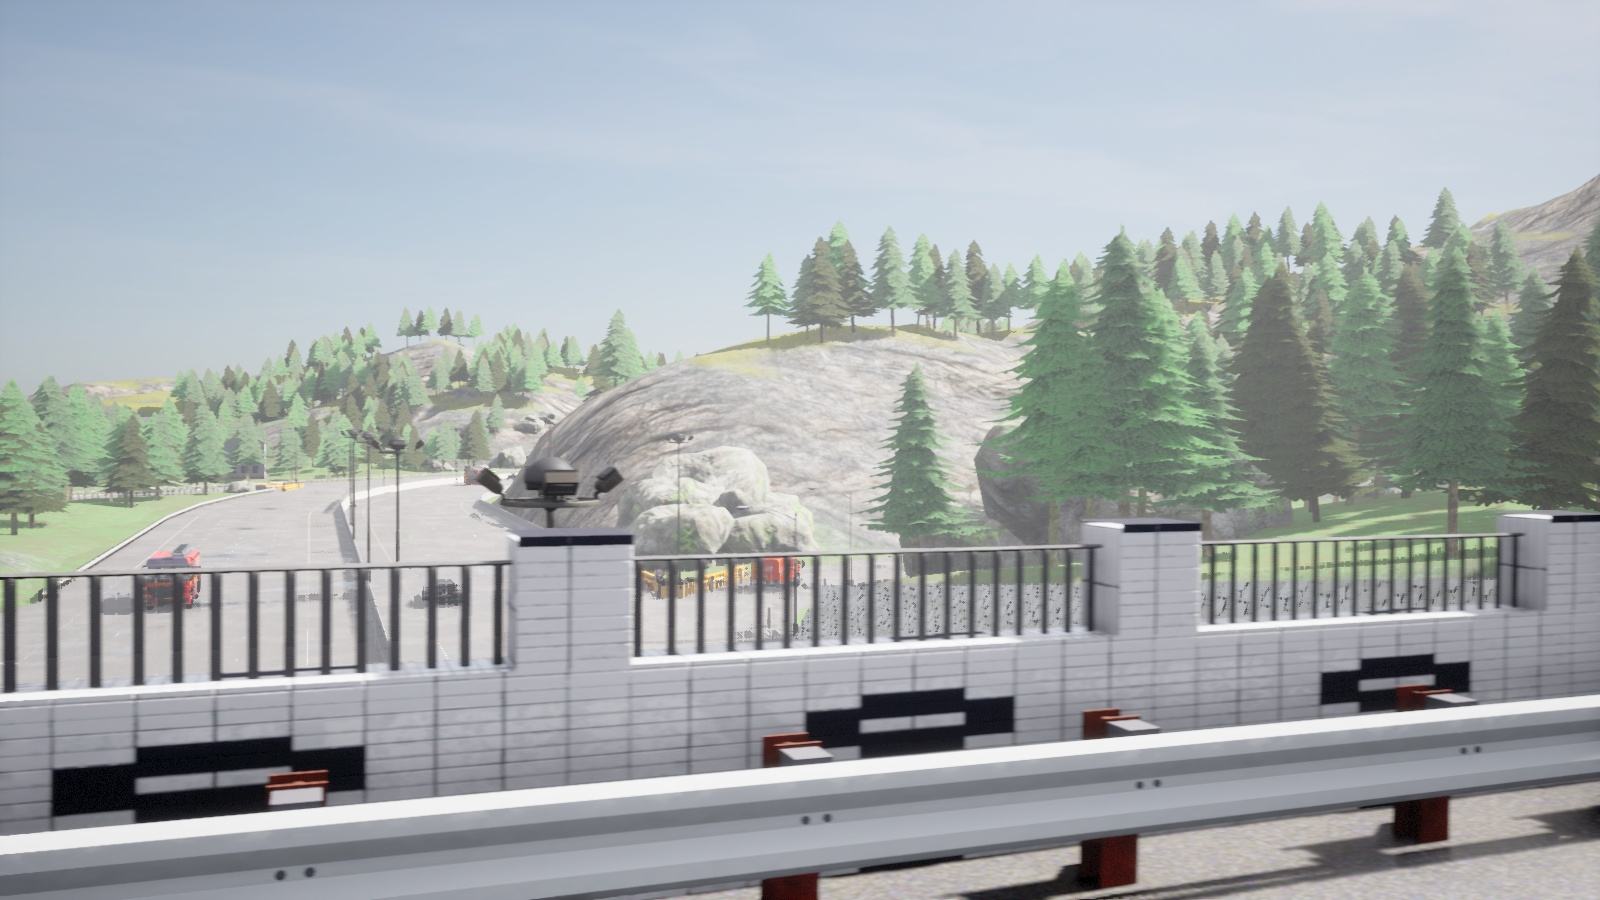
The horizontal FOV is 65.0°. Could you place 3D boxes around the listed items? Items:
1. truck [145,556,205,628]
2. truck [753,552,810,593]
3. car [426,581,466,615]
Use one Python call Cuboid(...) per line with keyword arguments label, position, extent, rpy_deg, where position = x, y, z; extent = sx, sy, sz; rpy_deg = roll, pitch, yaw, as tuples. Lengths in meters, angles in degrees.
Cuboid(label="truck", position=(-43.283, 9.710, 87.164), extent=(2.891, 3.827, 8.468), rpy_deg=(-1, 1, -21))
Cuboid(label="truck", position=(-1.403, 9.485, 97.709), extent=(2.627, 2.467, 5.204), rpy_deg=(-1, 1, 22))
Cuboid(label="car", position=(-25.022, 10.386, 88.559), extent=(2.242, 1.667, 4.611), rpy_deg=(-1, 1, -21))
